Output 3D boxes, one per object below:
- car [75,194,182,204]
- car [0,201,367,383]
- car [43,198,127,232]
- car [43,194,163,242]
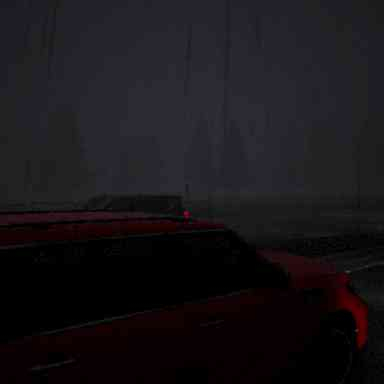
[{"bbox_3d":[-2.817,1.155,13.884,5.566,2.045,2.150,-1,1,-25],"label":"car"},{"bbox_3d":[-0.539,1.204,3.300,5.566,2.045,2.150,-1,0,-36],"label":"car"},{"bbox_3d":[-6.432,1.278,19.948,4.553,1.767,2.097,-1,0,-24],"label":"car"},{"bbox_3d":[-4.504,1.150,16.954,5.566,2.045,2.150,-1,1,-25],"label":"car"}]
